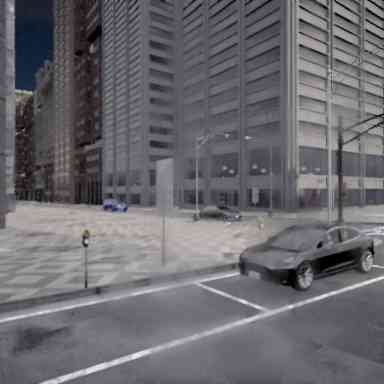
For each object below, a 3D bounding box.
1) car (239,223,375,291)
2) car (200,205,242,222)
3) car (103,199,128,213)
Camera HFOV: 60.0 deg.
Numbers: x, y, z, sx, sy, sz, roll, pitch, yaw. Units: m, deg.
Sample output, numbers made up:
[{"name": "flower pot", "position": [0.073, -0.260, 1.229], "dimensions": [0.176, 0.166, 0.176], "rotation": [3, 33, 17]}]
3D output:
[{"name": "car", "position": [3.218, 1.543, 8.946], "dimensions": [4.313, 1.339, 1.947], "rotation": [0, 0, -36]}, {"name": "car", "position": [2.534, 1.916, 30.572], "dimensions": [1.812, 1.442, 4.674], "rotation": [0, -1, -35]}, {"name": "car", "position": [-11.796, 2.105, 50.974], "dimensions": [2.150, 2.045, 5.566], "rotation": [0, -1, -35]}]
